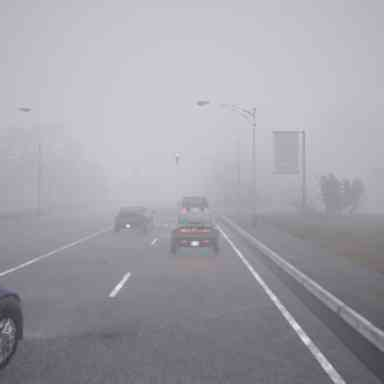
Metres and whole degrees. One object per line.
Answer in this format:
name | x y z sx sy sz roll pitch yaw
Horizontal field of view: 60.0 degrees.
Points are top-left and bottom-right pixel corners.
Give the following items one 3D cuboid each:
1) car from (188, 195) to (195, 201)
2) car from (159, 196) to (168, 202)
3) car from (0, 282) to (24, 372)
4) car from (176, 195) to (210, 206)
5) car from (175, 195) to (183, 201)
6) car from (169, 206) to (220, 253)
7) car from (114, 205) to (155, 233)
car | -0.006 1.737 91.402 1.882 1.535 5.008 0 0 0
car | -7.006 1.761 81.201 1.812 1.442 4.674 0 0 0
car | -3.405 1.362 2.798 2.097 1.767 4.553 0 0 1
car | 0.123 1.291 23.701 2.150 2.045 5.566 0 0 -2
car | -3.506 1.737 91.402 1.882 1.535 5.008 0 0 0
car | 0.101 1.545 13.853 1.837 1.490 4.892 0 0 0
car | -3.401 1.564 20.148 1.837 1.490 4.892 0 0 0
